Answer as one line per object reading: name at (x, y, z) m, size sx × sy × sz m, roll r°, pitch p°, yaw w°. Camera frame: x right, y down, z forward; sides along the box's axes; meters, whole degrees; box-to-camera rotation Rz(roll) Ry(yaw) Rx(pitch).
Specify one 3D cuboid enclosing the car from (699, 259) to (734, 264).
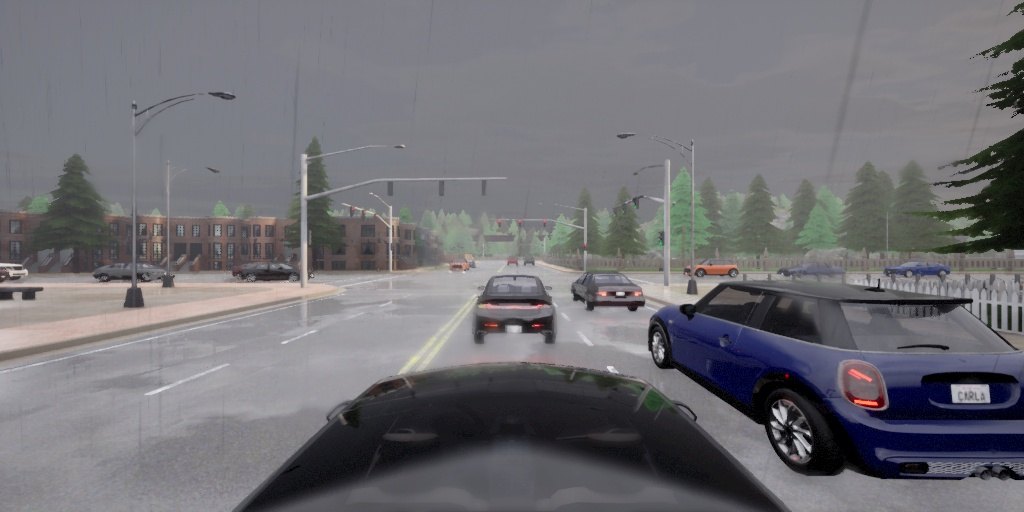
car at (18.760, 1.102, 33.950) m, size 4.553 × 1.767 × 2.097 m, roll 0°, pitch 0°, yaw 0°

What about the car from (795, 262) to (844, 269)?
car at (28.285, 1.297, 33.921) m, size 5.357 × 1.411 × 2.033 m, roll 0°, pitch 0°, yaw 1°

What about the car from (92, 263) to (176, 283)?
car at (-28.274, 1.242, 26.962) m, size 4.902 × 1.511 × 2.128 m, roll 0°, pitch 0°, yaw -3°

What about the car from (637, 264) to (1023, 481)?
car at (3.607, 1.102, 4.943) m, size 2.097 × 1.767 × 4.553 m, roll 0°, pitch 0°, yaw 0°

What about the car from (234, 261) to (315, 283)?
car at (-17.702, 1.227, 27.223) m, size 5.008 × 1.535 × 1.882 m, roll 0°, pitch 0°, yaw -1°

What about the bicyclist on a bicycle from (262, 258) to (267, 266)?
bicyclist on a bicycle at (-28.753, 1.053, 41.650) m, size 0.582 × 1.620 × 1.656 m, roll 0°, pitch 0°, yaw -1°

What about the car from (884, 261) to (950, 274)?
car at (38.162, 1.227, 33.890) m, size 5.008 × 1.535 × 1.882 m, roll 0°, pitch 0°, yaw 0°

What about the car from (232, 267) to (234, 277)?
car at (-21.018, 1.227, 30.667) m, size 5.008 × 1.535 × 1.882 m, roll 0°, pitch 0°, yaw -1°

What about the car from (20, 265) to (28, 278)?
car at (-42.183, 0.971, 27.873) m, size 5.566 × 2.045 × 2.150 m, roll 0°, pitch 0°, yaw -21°

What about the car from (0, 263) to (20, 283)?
car at (-39.167, 1.227, 25.207) m, size 5.008 × 1.535 × 1.882 m, roll 0°, pitch 0°, yaw -18°

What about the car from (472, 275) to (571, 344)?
car at (0.075, 1.241, 9.533) m, size 2.128 × 1.511 × 4.902 m, roll 0°, pitch 0°, yaw 1°

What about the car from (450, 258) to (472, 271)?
car at (-7.021, 1.102, 48.325) m, size 2.097 × 1.767 × 4.553 m, roll 0°, pitch 0°, yaw 0°

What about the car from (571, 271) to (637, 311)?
car at (3.604, 1.297, 14.361) m, size 2.033 × 1.411 × 5.357 m, roll 0°, pitch 0°, yaw 0°

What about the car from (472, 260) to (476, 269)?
car at (-6.994, 1.275, 58.258) m, size 1.812 × 1.442 × 4.674 m, roll 0°, pitch 0°, yaw 1°
